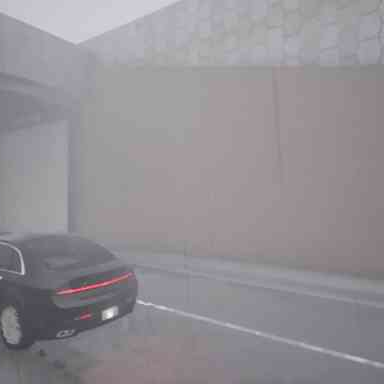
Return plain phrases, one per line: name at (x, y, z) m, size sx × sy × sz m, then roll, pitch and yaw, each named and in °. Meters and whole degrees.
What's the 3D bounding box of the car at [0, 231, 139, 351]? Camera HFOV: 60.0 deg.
car at (-3.160, 1.510, 6.245) m, size 4.892 × 1.490 × 1.837 m, roll 0°, pitch 0°, yaw 36°
